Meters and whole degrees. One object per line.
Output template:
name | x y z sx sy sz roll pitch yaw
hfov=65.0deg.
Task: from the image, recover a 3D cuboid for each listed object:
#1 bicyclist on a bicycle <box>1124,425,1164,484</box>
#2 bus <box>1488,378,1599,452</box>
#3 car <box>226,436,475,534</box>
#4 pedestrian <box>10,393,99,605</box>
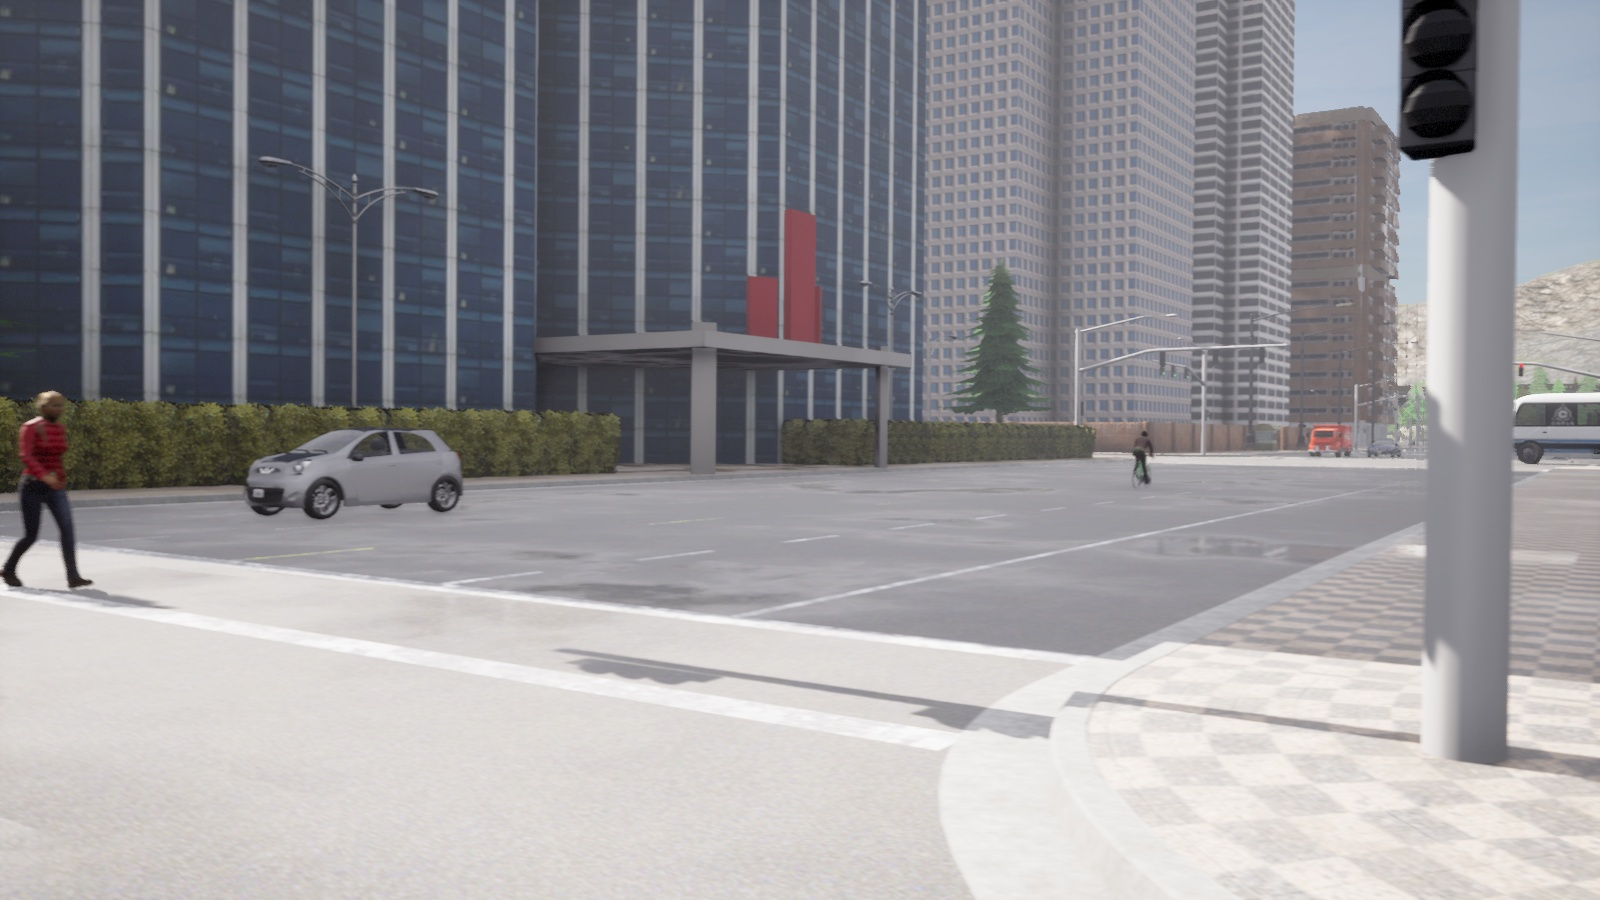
bicyclist on a bicycle | 9.670 0.118 35.256 0.582 1.620 1.656 0 1 33
bus | 46.469 -2.074 73.867 10.273 4.253 3.944 0 2 32
car | -7.603 0.524 21.527 1.845 1.501 3.633 0 1 33
pedestrian | -6.649 0.424 11.199 0.636 1.846 0.331 0 1 21
